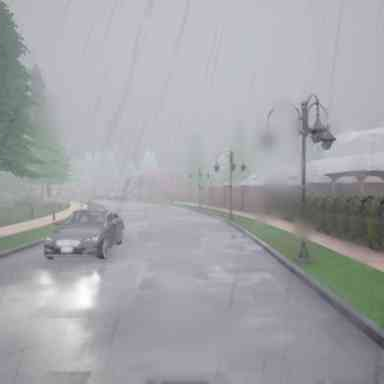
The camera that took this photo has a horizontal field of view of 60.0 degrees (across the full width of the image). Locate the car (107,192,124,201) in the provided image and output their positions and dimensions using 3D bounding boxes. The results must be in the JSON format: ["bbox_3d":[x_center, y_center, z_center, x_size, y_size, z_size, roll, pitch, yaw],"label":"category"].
[{"bbox_3d":[-15.083,0.870,65.692,2.097,1.767,4.553,0,1,-33],"label":"car"}]

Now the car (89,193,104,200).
[{"bbox_3d":[-21.487,0.951,74.800,1.837,1.490,4.892,0,1,-39],"label":"car"}]

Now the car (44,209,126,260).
[{"bbox_3d":[-3.676,1.402,12.140,2.128,1.511,4.902,0,0,-1],"label":"car"}]
